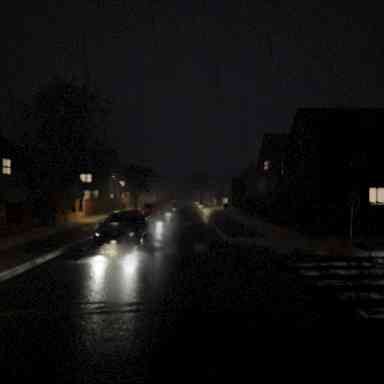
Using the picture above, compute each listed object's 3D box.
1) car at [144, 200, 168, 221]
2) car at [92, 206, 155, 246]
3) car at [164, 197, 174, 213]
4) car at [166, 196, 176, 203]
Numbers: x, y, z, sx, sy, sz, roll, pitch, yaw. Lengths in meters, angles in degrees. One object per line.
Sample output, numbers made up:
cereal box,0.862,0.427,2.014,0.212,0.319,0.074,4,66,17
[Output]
car,-3.340,1.636,28.377,1.812,1.442,4.674,0,0,-1
car,-3.136,1.601,15.738,2.033,1.411,5.357,0,0,-1
car,-3.535,1.672,40.811,1.882,1.535,5.008,0,-1,-1
car,-3.694,1.338,56.080,2.097,1.767,4.553,0,-1,-1
